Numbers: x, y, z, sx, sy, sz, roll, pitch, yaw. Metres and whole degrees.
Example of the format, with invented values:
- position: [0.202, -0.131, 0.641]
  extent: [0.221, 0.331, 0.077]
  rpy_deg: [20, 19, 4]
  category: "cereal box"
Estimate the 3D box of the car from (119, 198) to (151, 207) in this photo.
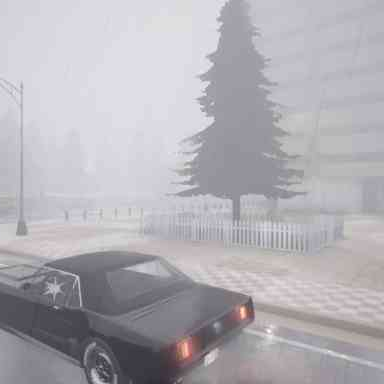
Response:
- position: [-8.538, 1.547, 50.412]
  extent: [2.033, 1.411, 5.357]
  rpy_deg: [0, 0, 36]
  category: "car"

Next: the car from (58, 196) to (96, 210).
- position: [-14.550, 1.352, 42.086]
  extent: [2.097, 1.767, 4.553]
  rpy_deg: [0, 0, 36]
  category: "car"

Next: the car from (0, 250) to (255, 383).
- position: [-1.571, 1.601, 5.130]
  extent: [4.718, 1.301, 1.895]
  rpy_deg: [0, 0, 36]
  category: "car"

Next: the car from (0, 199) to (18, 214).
- position: [-20.448, 1.478, 33.912]
  extent: [1.882, 1.535, 5.008]
  rpy_deg: [0, 0, 36]
  category: "car"
